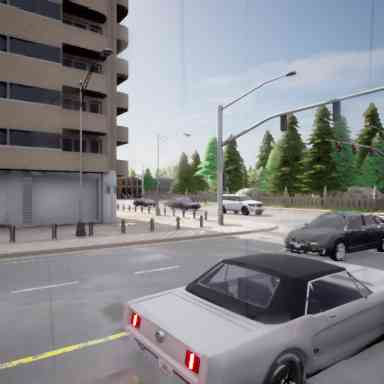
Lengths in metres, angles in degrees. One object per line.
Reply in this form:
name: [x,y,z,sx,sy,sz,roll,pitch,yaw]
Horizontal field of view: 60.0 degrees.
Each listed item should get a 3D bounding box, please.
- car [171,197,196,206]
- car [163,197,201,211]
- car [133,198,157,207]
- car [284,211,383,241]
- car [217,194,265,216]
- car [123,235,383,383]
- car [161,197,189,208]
car: [-1.497,1.579,55.541,1.812,1.442,4.674,0,0,-36]
car: [-1.136,1.602,42.699,2.033,1.411,5.357,0,0,-36]
car: [-7.268,1.602,51.256,2.033,1.411,5.357,0,0,-36]
car: [5.456,1.504,12.167,4.892,1.490,1.837,0,-1,-33]
car: [4.931,1.276,34.273,2.150,2.045,5.566,0,0,-36]
car: [1.537,1.601,4.875,4.718,1.301,1.895,0,0,-35]
car: [-2.642,1.531,51.119,1.882,1.535,5.008,0,0,-36]
